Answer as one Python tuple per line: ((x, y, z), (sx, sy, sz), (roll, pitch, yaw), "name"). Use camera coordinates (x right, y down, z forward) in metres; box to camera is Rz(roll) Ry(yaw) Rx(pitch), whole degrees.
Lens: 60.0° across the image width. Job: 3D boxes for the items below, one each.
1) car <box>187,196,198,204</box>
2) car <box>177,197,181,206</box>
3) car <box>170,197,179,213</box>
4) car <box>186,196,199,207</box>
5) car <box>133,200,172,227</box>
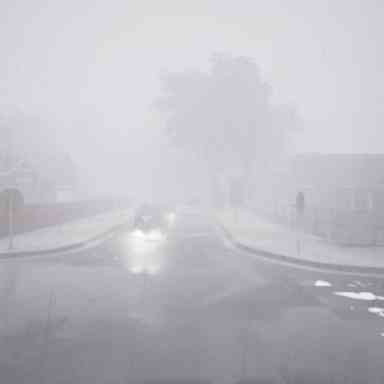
((0.034, 1.410, 60.564), (1.994, 1.385, 4.181), (0, 0, 0), "car")
((-2.726, 1.439, 54.145), (2.033, 1.411, 5.357), (0, 0, 0), "car")
((-2.824, 1.582, 37.197), (1.895, 1.301, 4.718), (0, 0, 0), "car")
((0.028, 1.394, 50.143), (1.882, 1.535, 5.008), (0, 0, 0), "car")
((-2.836, 1.520, 23.141), (2.128, 1.511, 4.902), (0, 0, 0), "car")
